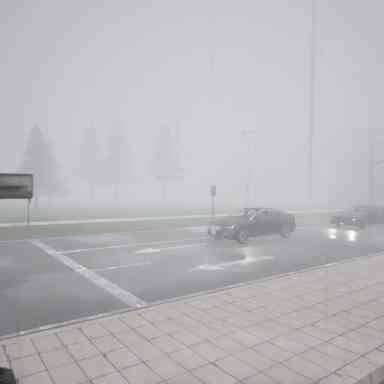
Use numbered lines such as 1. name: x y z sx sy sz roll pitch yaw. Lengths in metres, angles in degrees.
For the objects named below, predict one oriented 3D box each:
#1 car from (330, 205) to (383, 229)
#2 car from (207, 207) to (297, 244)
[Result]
1. car: 11.327 1.547 21.850 5.357 1.411 2.033 0 0 -35
2. car: 2.929 1.492 15.901 4.902 1.511 2.128 0 0 -35
